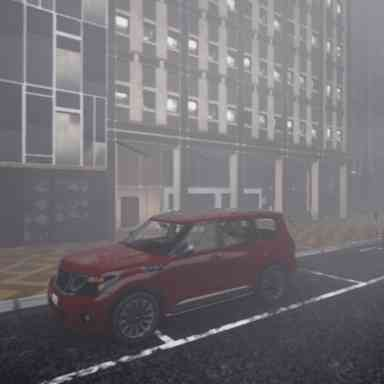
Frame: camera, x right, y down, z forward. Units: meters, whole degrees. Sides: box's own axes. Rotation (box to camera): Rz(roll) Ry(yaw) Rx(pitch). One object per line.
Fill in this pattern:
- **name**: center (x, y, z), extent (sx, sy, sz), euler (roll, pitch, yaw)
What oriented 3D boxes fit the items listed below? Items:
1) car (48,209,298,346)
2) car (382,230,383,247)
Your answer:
- **car**: center (-0.035, 1.310, 6.528), extent (5.009, 1.841, 2.192), euler (0, 0, -35)
- **car**: center (9.228, 1.525, 13.137), extent (4.507, 1.381, 1.887), euler (0, 0, -35)
